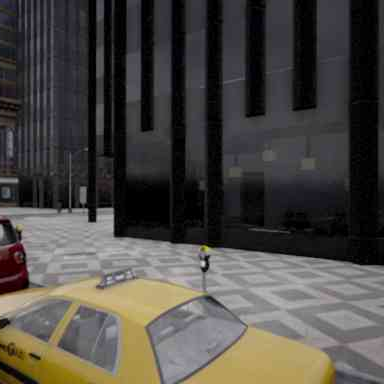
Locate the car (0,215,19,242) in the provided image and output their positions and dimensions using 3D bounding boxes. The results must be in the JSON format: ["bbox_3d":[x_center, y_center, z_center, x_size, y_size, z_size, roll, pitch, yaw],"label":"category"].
[{"bbox_3d":[-5.296,1.317,6.686,5.009,1.841,2.192,0,0,35],"label":"car"}]

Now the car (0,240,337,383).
[{"bbox_3d":[-0.998,1.526,3.661,4.829,1.417,1.752,0,0,35],"label":"car"}]
